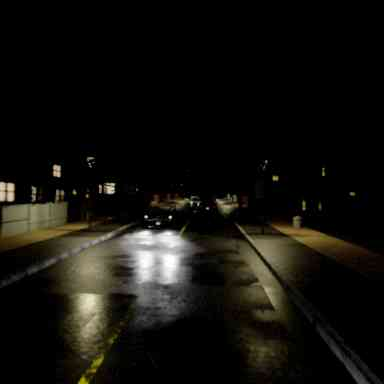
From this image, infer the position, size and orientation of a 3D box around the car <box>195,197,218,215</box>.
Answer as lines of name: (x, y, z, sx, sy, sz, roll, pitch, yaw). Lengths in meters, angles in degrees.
car: (1.587, 1.513, 33.659, 1.994, 1.385, 4.181, 1, 0, 3)

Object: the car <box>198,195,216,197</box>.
car: (2.188, 1.421, 47.029, 1.837, 1.490, 4.892, 1, 0, 4)

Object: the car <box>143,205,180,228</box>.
car: (-1.886, 1.535, 21.687, 1.895, 1.301, 4.718, 1, 0, 3)

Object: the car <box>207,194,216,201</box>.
car: (4.552, 1.318, 77.519, 1.882, 1.535, 5.008, 1, 0, 3)

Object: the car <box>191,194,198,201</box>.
car: (0.701, 1.264, 74.655, 1.812, 1.442, 4.674, 1, 0, 3)
